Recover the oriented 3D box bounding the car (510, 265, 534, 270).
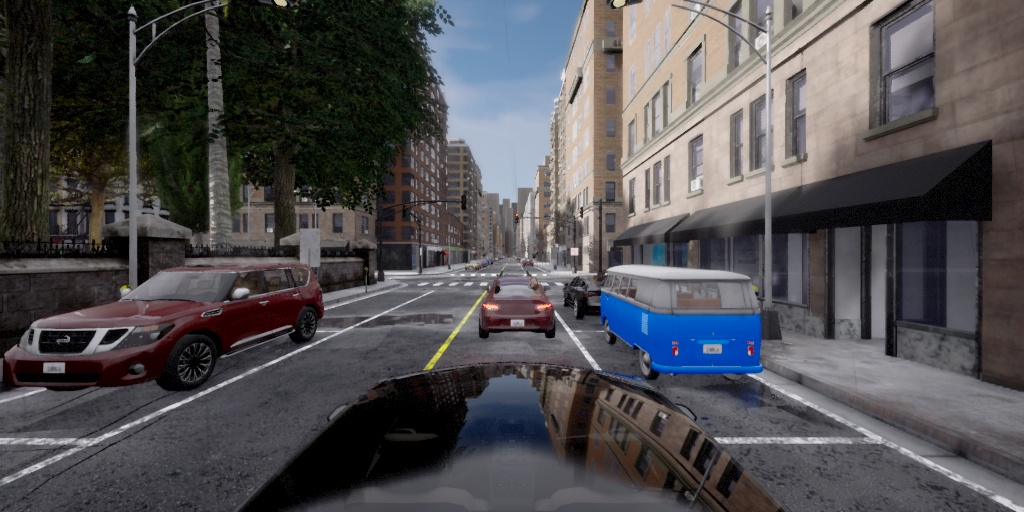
[{"bbox_3d":[0.116,1.345,18.831,1.895,1.301,4.718,0,0,-1],"label":"car"}]

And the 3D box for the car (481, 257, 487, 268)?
[{"bbox_3d":[-5.538,1.272,56.087,2.007,1.370,4.403,0,0,0],"label":"car"}]

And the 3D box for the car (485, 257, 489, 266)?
[{"bbox_3d":[-5.525,1.265,61.538,1.888,1.381,4.507,0,0,0],"label":"car"}]

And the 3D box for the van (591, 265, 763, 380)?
[{"bbox_3d":[2.869,1.090,6.968,1.690,1.789,3.998,0,0,0],"label":"van"}]

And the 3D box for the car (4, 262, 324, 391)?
[{"bbox_3d":[-5.656,1.064,6.948,2.192,1.841,5.009,0,0,0],"label":"car"}]

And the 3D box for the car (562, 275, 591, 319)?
[{"bbox_3d":[2.883,1.313,12.628,1.948,1.339,4.313,0,0,0],"label":"car"}]

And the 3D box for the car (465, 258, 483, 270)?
[{"bbox_3d":[-5.552,1.248,50.467,1.751,1.417,4.829,0,0,0],"label":"car"}]

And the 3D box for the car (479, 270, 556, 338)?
[{"bbox_3d":[0.125,1.274,10.009,1.812,1.442,4.674,0,0,0],"label":"car"}]
